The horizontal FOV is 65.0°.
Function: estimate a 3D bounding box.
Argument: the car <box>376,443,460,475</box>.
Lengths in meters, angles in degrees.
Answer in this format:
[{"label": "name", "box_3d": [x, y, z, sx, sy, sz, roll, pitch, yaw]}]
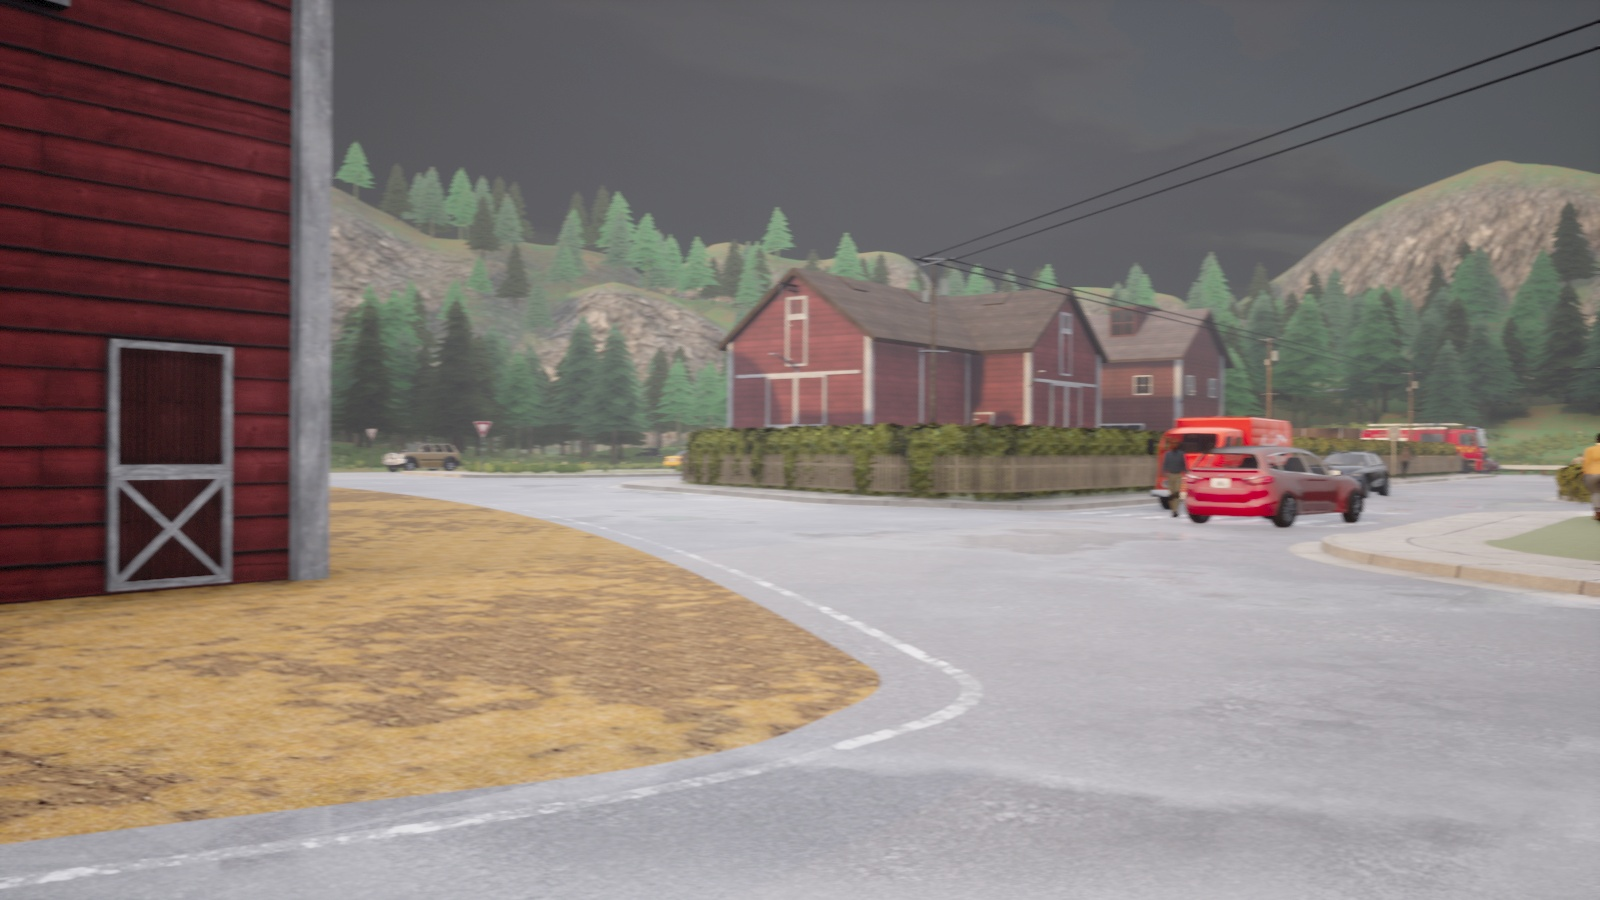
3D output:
[{"label": "car", "box_3d": [-23.021, 0.520, 75.764, 1.932, 1.855, 4.605, 0, 0, 38]}]

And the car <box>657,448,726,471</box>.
[{"label": "car", "box_3d": [-7.716, 0.668, 89.791, 1.801, 1.575, 5.366, 0, 0, 38]}]

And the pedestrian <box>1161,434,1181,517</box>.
[{"label": "pedestrian", "box_3d": [8.393, 0.572, 28.414, 0.370, 1.835, 0.726, 0, 0, 22]}]

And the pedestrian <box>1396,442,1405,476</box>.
[{"label": "pedestrian", "box_3d": [32.715, 0.508, 68.425, 0.331, 1.846, 0.634, 0, 0, 39]}]

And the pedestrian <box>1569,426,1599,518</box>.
[{"label": "pedestrian", "box_3d": [16.180, 0.441, 25.533, 0.874, 1.855, 0.900, 0, 0, 36]}]

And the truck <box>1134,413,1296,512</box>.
[{"label": "truck", "box_3d": [11.335, 0.309, 34.042, 2.627, 2.467, 5.204, 0, 0, 37]}]

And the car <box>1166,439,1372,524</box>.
[{"label": "car", "box_3d": [10.187, 0.629, 27.145, 4.611, 1.667, 2.242, 0, 0, -41]}]

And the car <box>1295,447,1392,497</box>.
[{"label": "car", "box_3d": [19.275, 0.744, 44.423, 2.033, 1.649, 4.856, 0, 0, 37]}]
